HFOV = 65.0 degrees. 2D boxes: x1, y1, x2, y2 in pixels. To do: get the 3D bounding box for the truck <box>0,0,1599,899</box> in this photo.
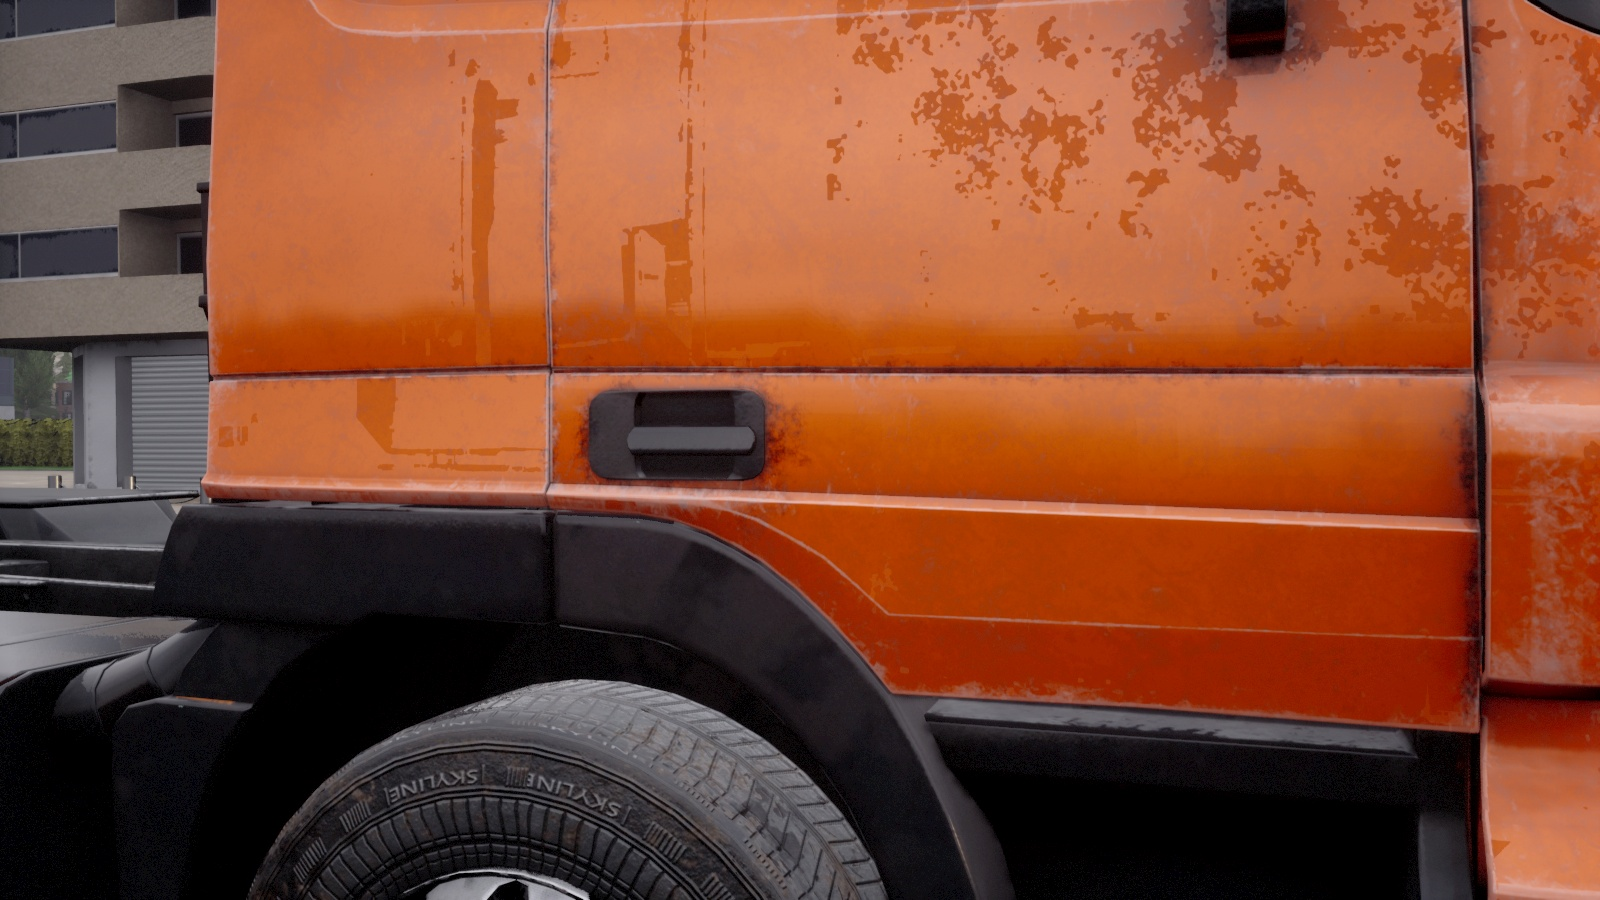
[{"bbox_3d":[-2.190,-0.226,3.922,7.936,3.462,2.891,1,1,19],"label":"truck"}]
